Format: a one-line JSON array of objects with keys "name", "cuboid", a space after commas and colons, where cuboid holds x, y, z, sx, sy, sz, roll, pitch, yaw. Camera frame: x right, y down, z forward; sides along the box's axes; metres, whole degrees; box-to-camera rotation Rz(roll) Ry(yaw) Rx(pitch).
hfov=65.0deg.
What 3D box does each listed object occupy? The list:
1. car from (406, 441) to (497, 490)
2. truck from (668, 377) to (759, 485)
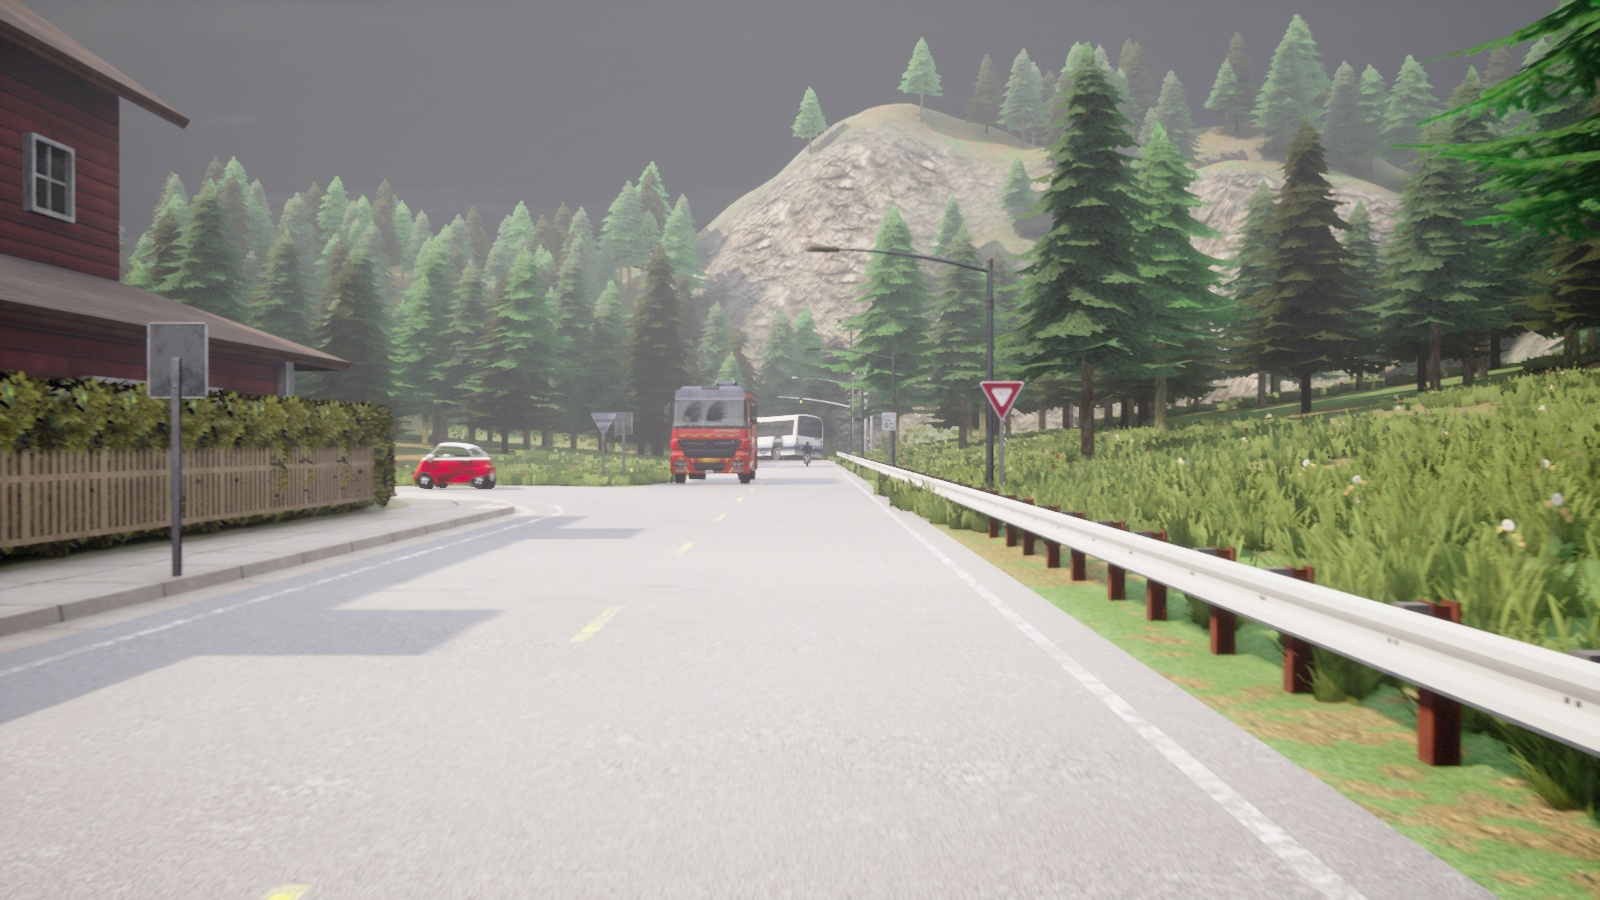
[{"name": "car", "cuboid": [-10.193, 0.444, 36.843, 2.207, 1.376, 1.481, 0, 0, 4]}, {"name": "truck", "cuboid": [-3.207, -0.695, 48.607, 2.891, 3.827, 8.468, 0, 0, 0]}]
